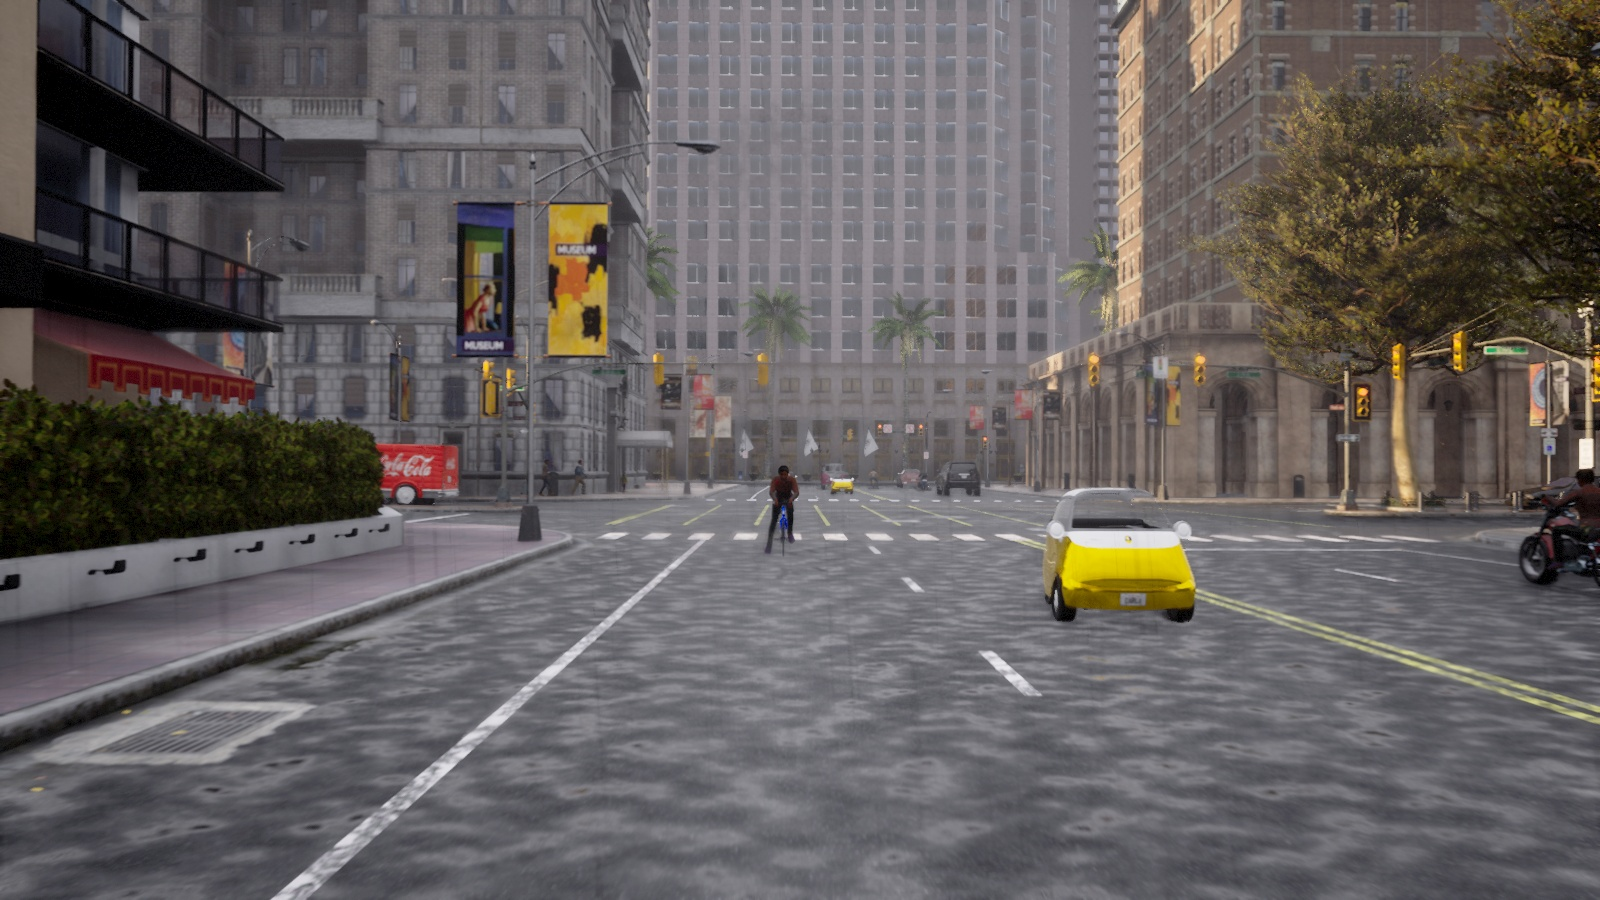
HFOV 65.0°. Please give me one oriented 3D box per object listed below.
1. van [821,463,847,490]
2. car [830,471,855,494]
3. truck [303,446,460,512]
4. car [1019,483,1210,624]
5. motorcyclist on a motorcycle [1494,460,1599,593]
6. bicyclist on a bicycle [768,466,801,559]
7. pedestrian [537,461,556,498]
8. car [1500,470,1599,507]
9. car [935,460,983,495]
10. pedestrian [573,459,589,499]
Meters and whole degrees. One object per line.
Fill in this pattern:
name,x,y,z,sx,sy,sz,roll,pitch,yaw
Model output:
van,2.524,1.965,93.983,1.775,1.987,4.442,0,-1,-1
car,2.609,2.023,77.748,1.481,1.376,2.207,0,-1,-1
truck,-16.215,1.127,48.901,5.204,2.467,2.627,0,-1,0
car,3.319,1.058,13.589,1.481,1.376,2.207,0,-1,-1
motorcyclist on a motorcycle,10.285,0.972,16.706,0.766,1.649,2.350,0,-1,-1
bicyclist on a bicycle,-0.285,1.110,22.961,0.582,1.620,1.656,0,-1,-1
pedestrian,-12.462,1.442,61.678,0.869,1.805,0.328,0,-1,2
car,30.585,1.475,49.054,5.357,1.411,2.033,0,-1,0
car,9.619,1.640,76.503,2.150,2.045,5.566,0,-1,-1
pedestrian,-10.714,1.431,61.393,0.788,1.949,0.423,0,-1,-12
